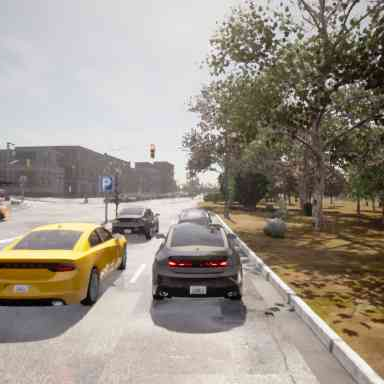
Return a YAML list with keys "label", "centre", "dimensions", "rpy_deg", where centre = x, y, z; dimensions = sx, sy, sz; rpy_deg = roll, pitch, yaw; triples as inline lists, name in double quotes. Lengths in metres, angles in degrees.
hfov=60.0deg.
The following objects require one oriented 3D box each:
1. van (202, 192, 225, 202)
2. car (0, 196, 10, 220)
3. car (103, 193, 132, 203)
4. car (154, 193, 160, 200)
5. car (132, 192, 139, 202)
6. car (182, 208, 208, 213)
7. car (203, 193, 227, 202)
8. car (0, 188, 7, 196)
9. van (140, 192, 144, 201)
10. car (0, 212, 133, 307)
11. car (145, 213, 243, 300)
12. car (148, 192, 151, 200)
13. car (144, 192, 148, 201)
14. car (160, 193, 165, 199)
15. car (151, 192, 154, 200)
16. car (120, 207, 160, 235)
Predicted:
- label: "van"
  centre: [4.284, 1.043, 65.874]
  dimensions: [4.442, 1.987, 1.878]
  rpy_deg: [1, 0, -14]
- label: "car"
  centre: [-16.626, 1.404, 25.473]
  dimensions: [4.553, 1.767, 2.185]
  rpy_deg: [-1, 0, -19]
- label: "car"
  centre: [-14.443, 1.358, 63.279]
  dimensions: [4.792, 1.488, 2.163]
  rpy_deg: [-1, 0, -15]
- label: "car"
  centre: [-11.452, 1.357, 87.214]
  dimensions: [4.674, 1.452, 2.002]
  rpy_deg: [-1, 0, -12]
- label: "car"
  centre: [-13.799, 1.315, 66.271]
  dimensions: [5.366, 1.575, 1.946]
  rpy_deg: [-1, 0, -15]
- label: "car"
  centre: [0.157, 1.572, 18.099]
  dimensions: [2.033, 1.411, 5.357]
  rpy_deg: [0, 0, 1]
- label: "car"
  centre: [4.668, 1.142, 68.843]
  dimensions: [4.553, 1.767, 2.185]
  rpy_deg: [1, 0, -14]
- label: "car"
  centre: [-31.164, 0.137, 54.148]
  dimensions: [2.002, 1.452, 4.674]
  rpy_deg: [6, -3, -19]
- label: "van"
  centre: [-13.240, 1.093, 72.263]
  dimensions: [4.442, 1.987, 1.878]
  rpy_deg: [-1, 0, -14]
- label: "car"
  centre: [-2.892, 1.487, 8.115]
  dimensions: [1.882, 1.535, 5.008]
  rpy_deg: [0, 0, 0]
- label: "car"
  centre: [0.109, 1.514, 8.397]
  dimensions: [1.837, 1.490, 4.892]
  rpy_deg: [0, 0, 0]
- label: "car"
  centre: [-12.639, 1.360, 78.230]
  dimensions: [4.674, 1.452, 2.002]
  rpy_deg: [-1, 0, -13]
- label: "car"
  centre: [-13.012, 1.322, 75.235]
  dimensions: [4.892, 1.521, 2.231]
  rpy_deg: [-1, 0, -14]
- label: "car"
  centre: [-11.002, 1.065, 90.220]
  dimensions: [5.566, 2.045, 2.435]
  rpy_deg: [-1, 0, -12]
- label: "car"
  centre: [-12.267, 1.359, 81.231]
  dimensions: [4.674, 1.452, 2.002]
  rpy_deg: [-1, 0, -13]
- label: "car"
  centre: [-2.851, 1.529, 17.407]
  dimensions: [1.837, 1.490, 4.892]
  rpy_deg: [0, 0, 1]
